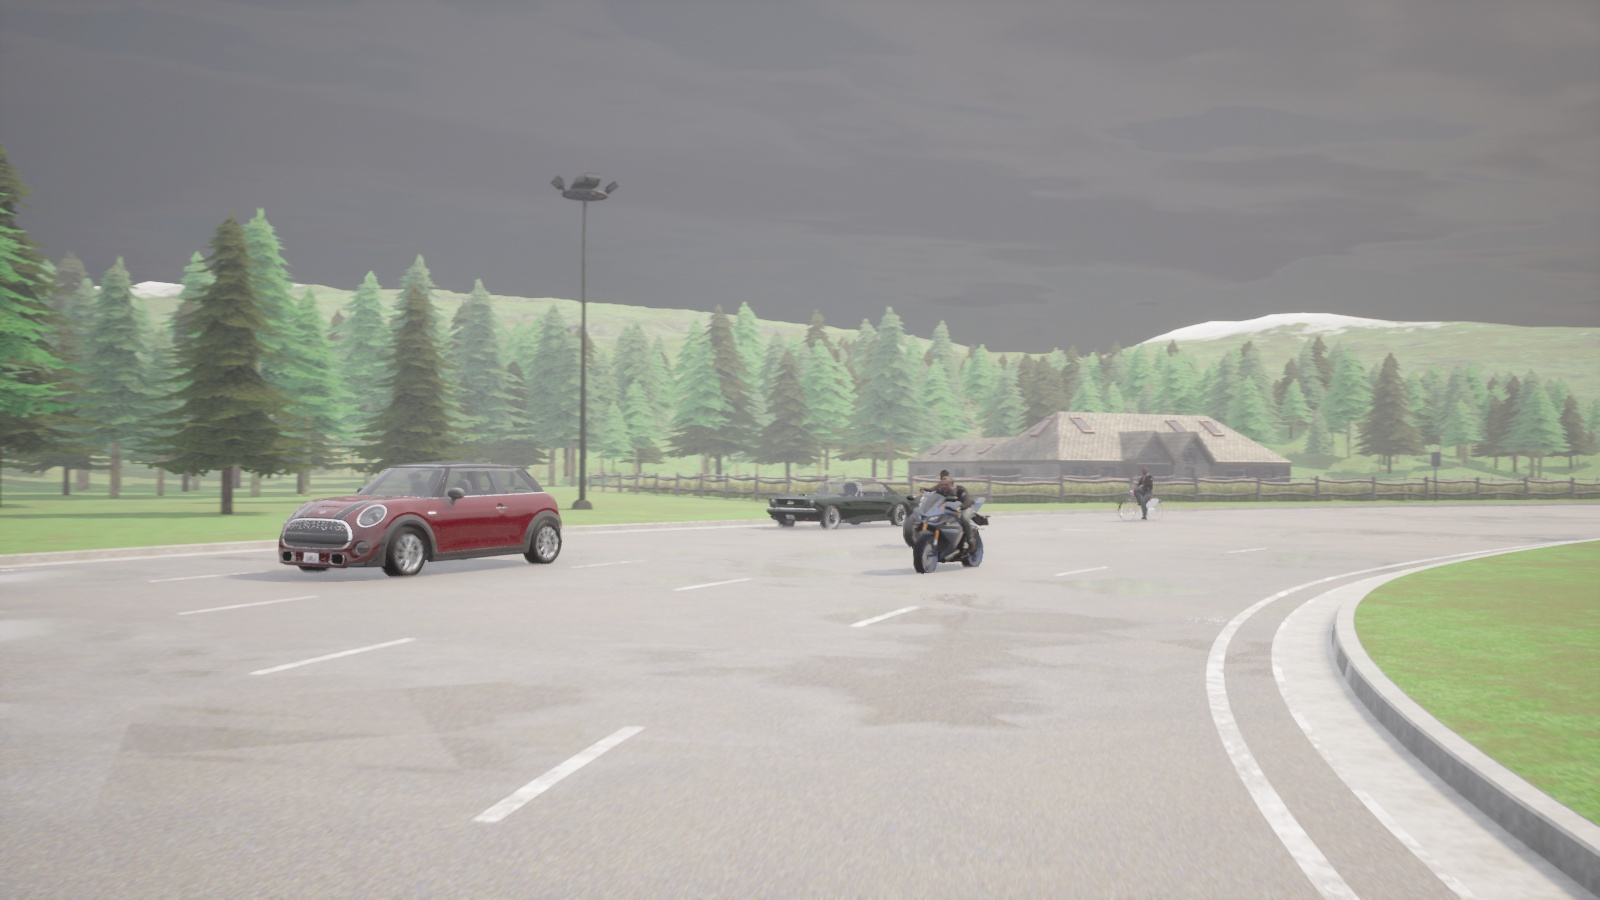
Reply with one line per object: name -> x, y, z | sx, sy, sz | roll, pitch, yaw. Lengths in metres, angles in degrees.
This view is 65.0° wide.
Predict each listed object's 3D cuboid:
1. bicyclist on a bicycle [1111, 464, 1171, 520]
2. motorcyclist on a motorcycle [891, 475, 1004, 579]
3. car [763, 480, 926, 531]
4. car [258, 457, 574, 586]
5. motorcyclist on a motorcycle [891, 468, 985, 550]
bicyclist on a bicycle -> 10.915, 1.329, 40.196 | 1.843, 1.776, 0.659 | 1, -2, -26
motorcyclist on a motorcycle -> 2.367, 1.177, 19.908 | 0.866, 1.530, 2.191 | 0, -1, 34
car -> 1.308, 1.500, 35.091 | 1.895, 1.301, 4.718 | -1, -1, 44
car -> -5.818, 1.018, 19.642 | 2.097, 1.767, 4.553 | -1, -1, 29
motorcyclist on a motorcycle -> 2.923, 1.200, 26.417 | 0.766, 1.649, 2.350 | -1, -1, 41
